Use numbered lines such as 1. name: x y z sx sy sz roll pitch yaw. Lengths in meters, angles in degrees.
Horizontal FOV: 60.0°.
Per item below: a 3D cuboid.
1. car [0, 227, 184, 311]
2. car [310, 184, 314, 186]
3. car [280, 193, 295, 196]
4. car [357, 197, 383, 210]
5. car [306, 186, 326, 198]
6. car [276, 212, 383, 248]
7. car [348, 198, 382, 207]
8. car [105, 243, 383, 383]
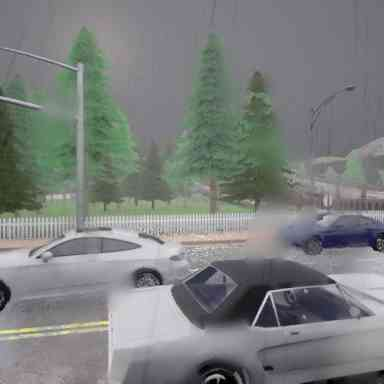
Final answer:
1. car: -2.395 1.526 7.245 4.674 1.442 1.812 0 0 -14
2. car: 25.944 -1.239 75.398 2.128 1.511 4.902 0 7 -16
3. car: 18.150 -0.098 64.092 1.994 1.385 4.181 0 7 -15
4. car: 23.868 1.468 43.387 1.994 1.385 4.181 0 2 -16
5. car: 22.812 0.343 60.310 1.882 1.535 5.008 0 5 -15
6. car: 5.559 1.526 12.835 4.674 1.442 1.812 0 0 -14
7. car: 20.686 1.470 41.762 2.033 1.411 5.357 0 1 -16
8. car: 1.328 1.601 4.378 4.718 1.301 1.895 0 0 -14
